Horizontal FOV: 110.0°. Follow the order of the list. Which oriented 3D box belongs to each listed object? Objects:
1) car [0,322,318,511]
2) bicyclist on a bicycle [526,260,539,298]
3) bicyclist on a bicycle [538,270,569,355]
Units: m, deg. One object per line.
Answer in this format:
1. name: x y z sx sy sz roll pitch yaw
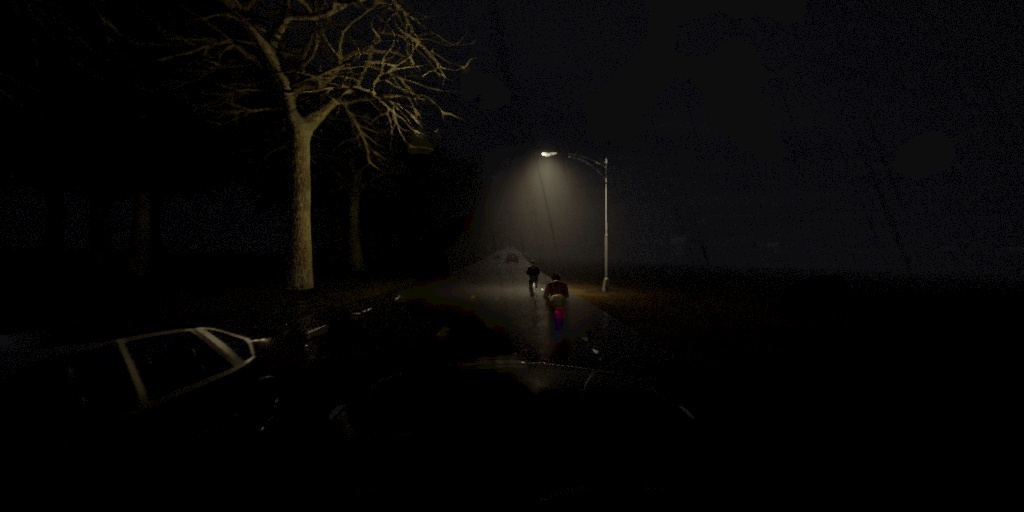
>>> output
1. car: -3.601 1.297 2.582 2.033 1.411 5.357 0 0 0
2. bicyclist on a bicycle: 0.966 1.064 16.366 0.659 1.776 1.843 0 1 0
3. bicyclist on a bicycle: 0.964 1.188 7.692 0.582 1.620 1.656 0 0 0
